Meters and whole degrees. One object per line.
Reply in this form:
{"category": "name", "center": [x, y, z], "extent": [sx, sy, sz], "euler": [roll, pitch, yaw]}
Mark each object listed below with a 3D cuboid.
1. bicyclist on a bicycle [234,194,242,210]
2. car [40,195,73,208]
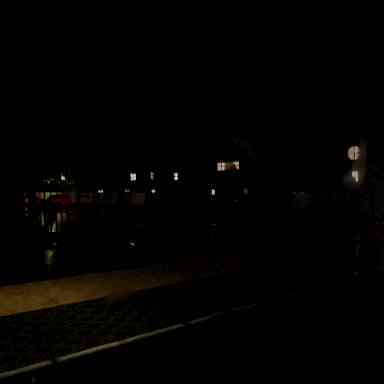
{"category": "bicyclist on a bicycle", "center": [4.619, 1.007, 33.429], "extent": [0.582, 1.620, 1.656], "euler": [0, 3, 38]}
{"category": "car", "center": [-18.091, 1.138, 44.284], "extent": [4.553, 1.767, 2.097], "euler": [0, 3, 27]}
